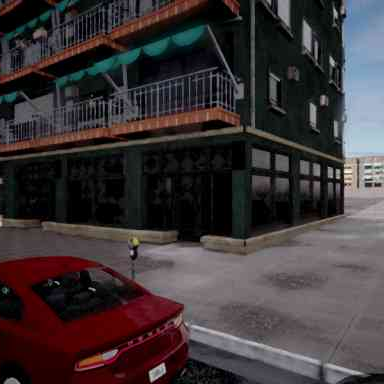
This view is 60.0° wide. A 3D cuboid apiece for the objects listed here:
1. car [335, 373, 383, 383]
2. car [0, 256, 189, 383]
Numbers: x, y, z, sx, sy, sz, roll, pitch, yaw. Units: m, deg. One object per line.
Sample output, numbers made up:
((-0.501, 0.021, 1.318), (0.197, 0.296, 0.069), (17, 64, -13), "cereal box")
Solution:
((2.450, 1.566, 1.126), (4.313, 1.339, 1.947), (0, 0, 36), "car")
((-2.134, 1.545, 4.407), (4.507, 1.381, 1.887), (0, 0, 36), "car")
